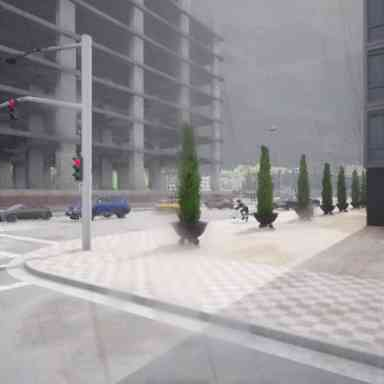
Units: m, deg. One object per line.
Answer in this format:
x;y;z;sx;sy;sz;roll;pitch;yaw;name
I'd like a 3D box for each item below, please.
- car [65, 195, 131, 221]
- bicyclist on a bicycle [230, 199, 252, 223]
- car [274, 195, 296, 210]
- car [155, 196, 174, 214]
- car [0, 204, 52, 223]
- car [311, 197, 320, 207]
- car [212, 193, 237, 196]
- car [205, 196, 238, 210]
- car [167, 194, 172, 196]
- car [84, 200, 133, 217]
-7.746;1.256;27.813;2.150;2.045;5.566;0;0;36;car
3.338;1.317;22.689;1.656;1.620;0.582;0;0;36;bicyclist on a bicycle
12.280;1.516;43.210;2.128;1.511;4.902;0;0;36;car
-1.884;1.513;35.910;1.882;1.535;5.008;0;0;36;car
-13.262;1.604;26.161;1.994;1.385;4.181;0;0;36;car
18.307;1.516;51.540;2.128;1.511;4.902;0;0;36;car
4.073;1.263;50.051;2.150;2.045;5.566;0;0;36;car
3.812;1.561;43.756;1.812;1.442;4.674;0;0;36;car
-2.147;1.262;41.512;2.150;2.045;5.566;0;0;36;car
-8.196;1.566;33.158;1.812;1.442;4.674;0;0;36;car
